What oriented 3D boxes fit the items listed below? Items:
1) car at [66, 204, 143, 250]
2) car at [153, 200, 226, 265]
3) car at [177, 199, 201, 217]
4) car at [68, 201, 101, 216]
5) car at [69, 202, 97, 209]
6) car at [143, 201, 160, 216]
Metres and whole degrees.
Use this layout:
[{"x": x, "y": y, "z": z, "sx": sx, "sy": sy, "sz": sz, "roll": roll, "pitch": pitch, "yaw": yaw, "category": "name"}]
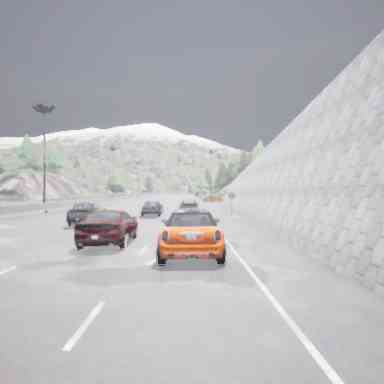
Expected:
[{"x": -3.575, "y": 1.495, "z": 14.593, "sx": 1.882, "sy": 1.535, "sz": 5.008, "roll": 0, "pitch": 0, "yaw": -1, "category": "car"}, {"x": -0.042, "y": 1.352, "z": 11.892, "sx": 2.097, "sy": 1.767, "sz": 4.553, "roll": 0, "pitch": 0, "yaw": -1, "category": "car"}, {"x": -0.308, "y": 1.492, "z": 32.509, "sx": 2.128, "sy": 1.511, "sz": 4.902, "roll": 0, "pitch": 0, "yaw": -1, "category": "car"}, {"x": -10.826, "y": 1.653, "z": 33.953, "sx": 1.895, "sy": 1.301, "sz": 4.718, "roll": 0, "pitch": 0, "yaw": -1, "category": "car"}, {"x": -7.189, "y": 1.528, "z": 23.263, "sx": 2.128, "sy": 1.511, "sz": 4.902, "roll": 0, "pitch": 0, "yaw": -1, "category": "car"}, {"x": -3.803, "y": 1.565, "z": 32.280, "sx": 2.033, "sy": 1.411, "sz": 5.357, "roll": 0, "pitch": 0, "yaw": -1, "category": "car"}]
